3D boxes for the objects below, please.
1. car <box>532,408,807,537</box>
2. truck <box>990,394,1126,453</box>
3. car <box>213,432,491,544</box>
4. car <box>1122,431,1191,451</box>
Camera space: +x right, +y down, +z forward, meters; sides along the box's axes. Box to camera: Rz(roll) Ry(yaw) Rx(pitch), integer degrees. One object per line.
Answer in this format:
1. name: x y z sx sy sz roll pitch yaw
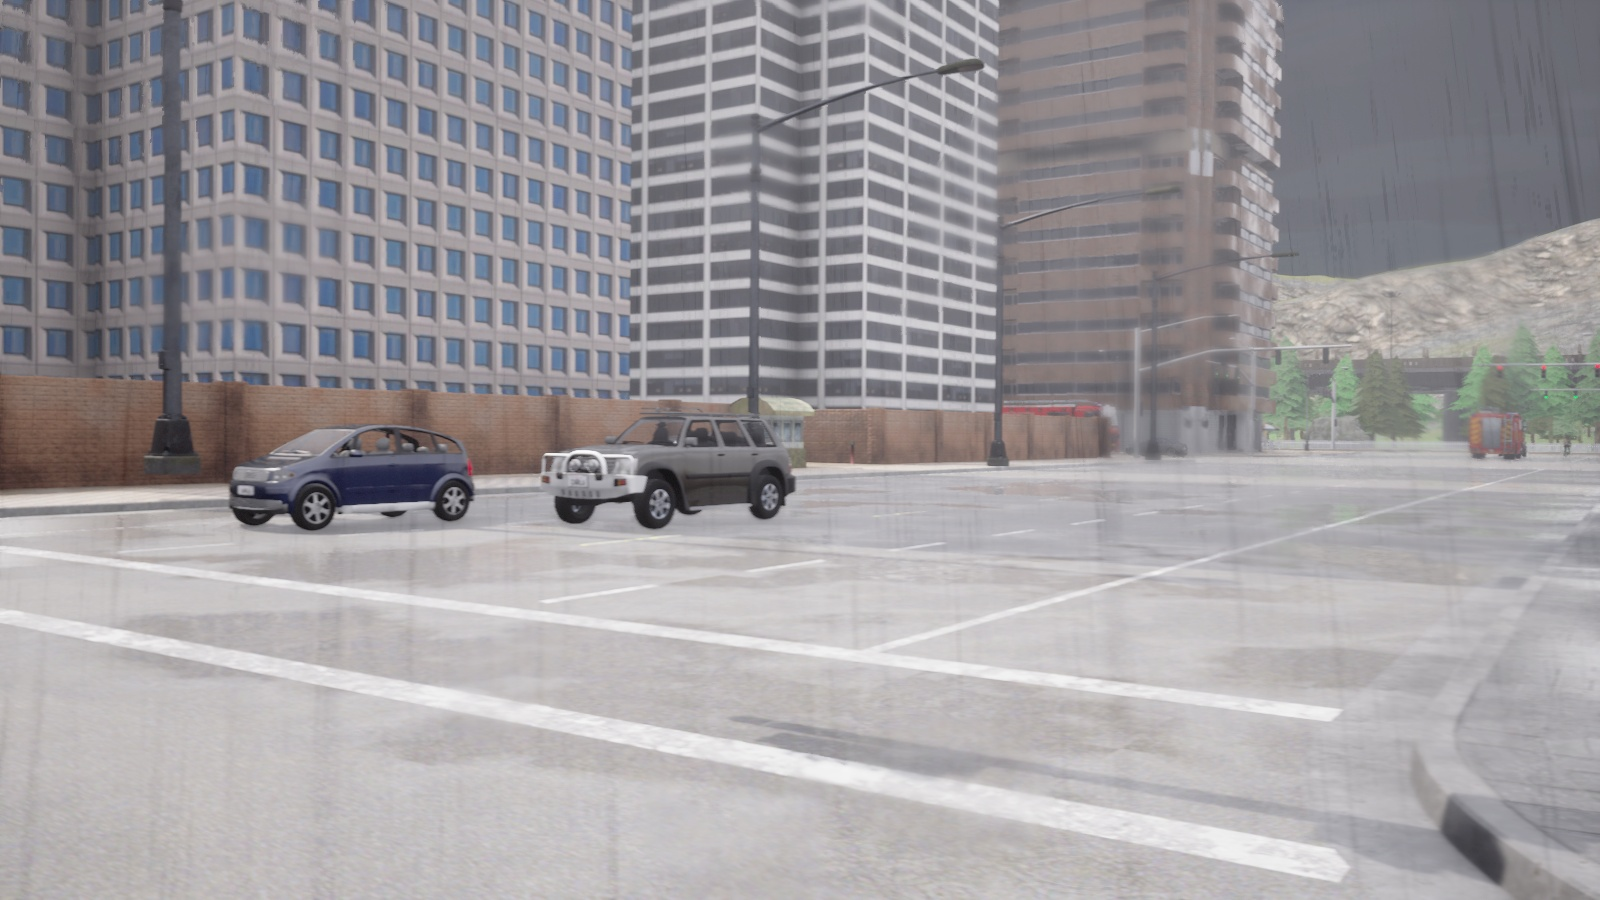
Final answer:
1. car: -1.964 0.287 20.428 1.932 1.855 4.605 0 1 34
2. truck: 17.310 -1.745 84.565 8.468 3.827 2.891 0 1 34
3. car: -6.831 0.506 19.467 1.789 1.549 3.705 0 1 34
4. car: 24.927 -0.631 87.887 4.181 1.385 1.994 0 1 35
